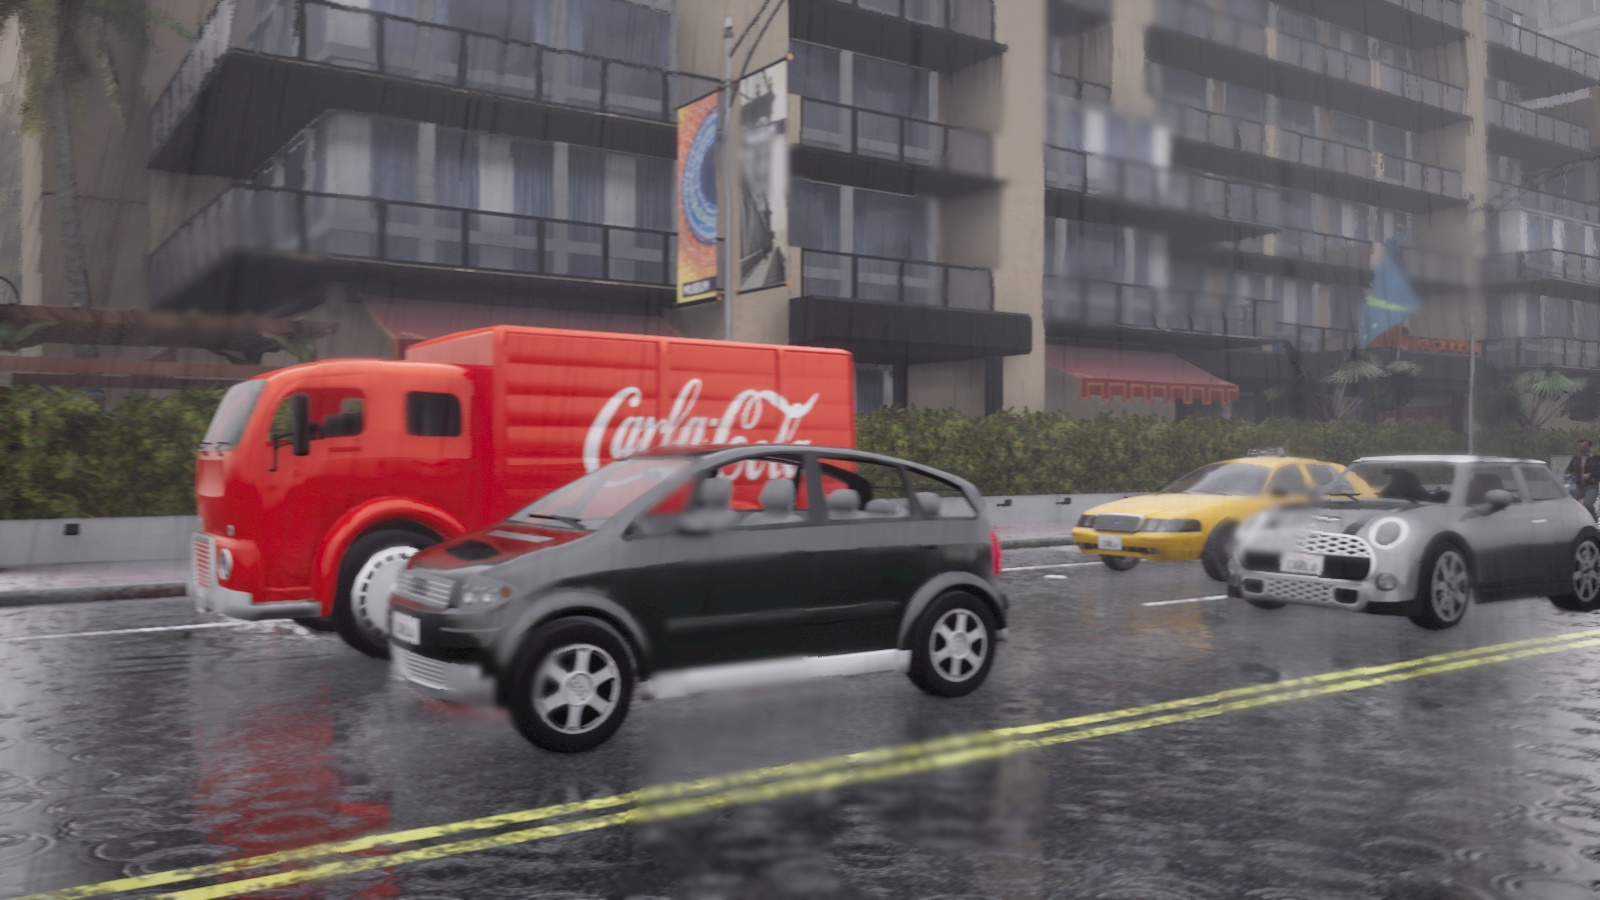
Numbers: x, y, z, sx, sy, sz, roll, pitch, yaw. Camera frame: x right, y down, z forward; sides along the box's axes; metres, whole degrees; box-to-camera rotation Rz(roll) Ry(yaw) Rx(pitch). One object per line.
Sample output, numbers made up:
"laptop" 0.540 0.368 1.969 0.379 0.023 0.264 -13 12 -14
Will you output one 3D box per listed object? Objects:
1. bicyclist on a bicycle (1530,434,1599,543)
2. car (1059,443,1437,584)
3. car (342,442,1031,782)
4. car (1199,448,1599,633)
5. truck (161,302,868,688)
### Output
"bicyclist on a bicycle" 13.147 0.639 21.253 1.843 1.776 0.659 0 0 -35
"car" 5.916 0.711 16.249 5.366 1.575 1.801 0 0 -34
"car" -0.592 0.743 7.512 3.705 1.549 1.789 0 0 -35
"car" 5.838 0.727 11.942 3.806 1.475 1.970 0 0 -34
"truck" -2.291 0.289 10.584 5.204 2.467 2.627 0 0 -35
